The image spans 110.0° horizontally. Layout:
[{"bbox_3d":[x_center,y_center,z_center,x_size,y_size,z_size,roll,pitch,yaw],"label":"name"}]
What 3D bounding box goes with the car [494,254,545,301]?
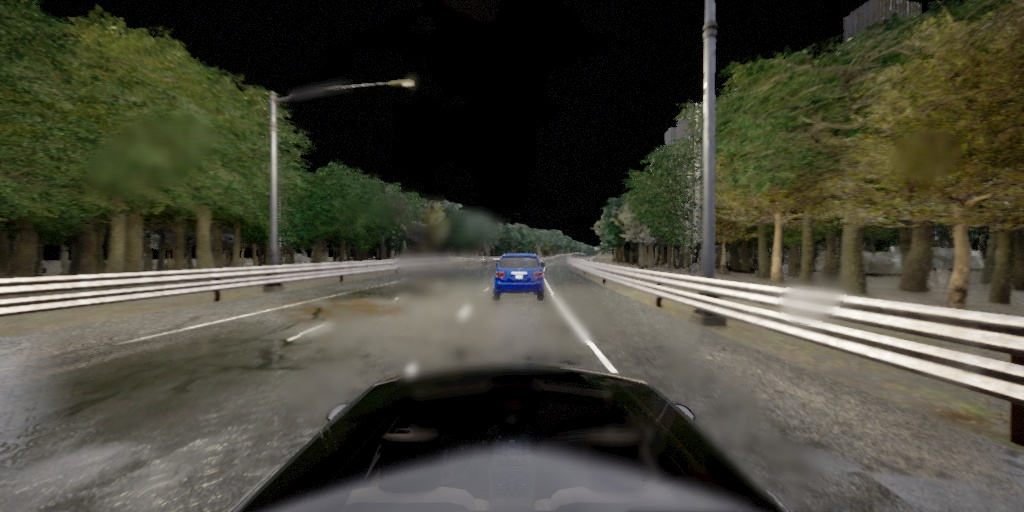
[{"bbox_3d":[0.403,0.901,17.072,2.150,2.045,5.566,0,1,2],"label":"car"}]
